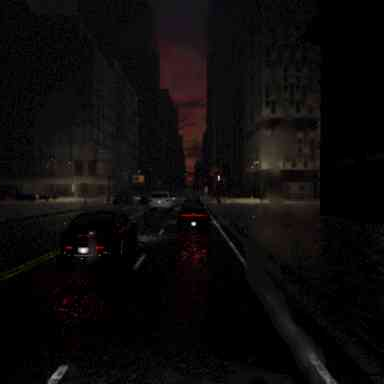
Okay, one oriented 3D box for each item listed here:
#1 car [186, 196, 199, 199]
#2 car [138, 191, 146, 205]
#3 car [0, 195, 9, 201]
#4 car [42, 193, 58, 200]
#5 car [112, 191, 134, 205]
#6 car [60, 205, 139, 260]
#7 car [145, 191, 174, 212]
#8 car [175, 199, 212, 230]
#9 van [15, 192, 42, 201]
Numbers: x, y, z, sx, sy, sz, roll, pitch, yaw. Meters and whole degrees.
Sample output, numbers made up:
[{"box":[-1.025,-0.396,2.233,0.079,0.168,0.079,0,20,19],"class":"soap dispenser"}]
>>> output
[{"box":[0.081,1.231,36.799,1.882,1.535,5.008,0,0,0],"class":"car"},{"box":[-6.568,0.894,49.394,2.150,2.045,5.566,0,0,1],"class":"car"},{"box":[-36.227,1.078,61.663,4.206,1.307,1.802,0,1,0],"class":"car"},{"box":[-30.575,0.927,70.185,4.313,1.339,1.947,0,1,0],"class":"car"},{"box":[-9.830,0.903,47.932,2.150,2.045,5.566,0,0,0],"class":"car"},{"box":[-3.156,1.425,12.091,1.837,1.490,4.892,0,0,0],"class":"car"},{"box":[-3.168,0.988,34.825,2.150,2.045,5.566,0,0,0],"class":"car"},{"box":[0.090,1.374,19.762,1.837,1.490,4.892,0,1,0],"class":"car"},{"box":[-30.576,0.867,61.658,3.998,1.788,1.690,0,1,0],"class":"van"}]
